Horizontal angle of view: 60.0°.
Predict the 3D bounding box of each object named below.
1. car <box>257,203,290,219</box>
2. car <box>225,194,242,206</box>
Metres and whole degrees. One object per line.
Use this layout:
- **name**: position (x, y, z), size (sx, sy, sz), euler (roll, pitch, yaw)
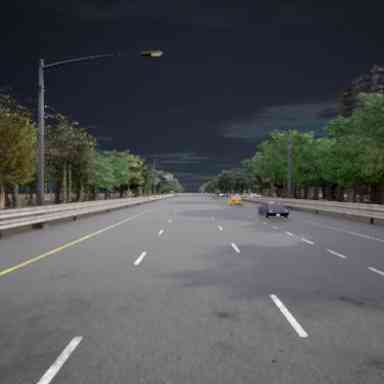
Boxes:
- **car**: position (7.036, 1.602, 29.321), size (1.895, 1.301, 4.718), euler (0, 0, 0)
- **car**: position (7.122, 1.495, 54.863), size (1.882, 1.535, 5.008), euler (0, 0, 0)
